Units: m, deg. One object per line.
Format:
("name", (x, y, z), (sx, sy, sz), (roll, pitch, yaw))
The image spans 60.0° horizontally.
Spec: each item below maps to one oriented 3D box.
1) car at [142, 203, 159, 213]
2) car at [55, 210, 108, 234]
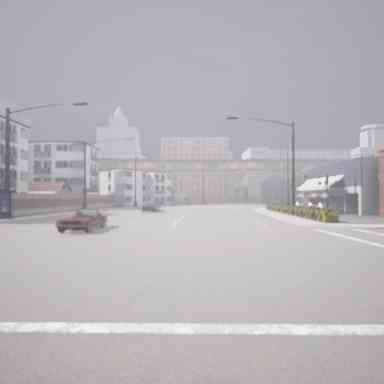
("car", (-5.823, 2.182, 46.954), (1.895, 1.301, 4.718), (0, -1, 2))
("car", (-6.873, 1.833, 21.161), (1.895, 1.301, 4.718), (0, -1, 1))
